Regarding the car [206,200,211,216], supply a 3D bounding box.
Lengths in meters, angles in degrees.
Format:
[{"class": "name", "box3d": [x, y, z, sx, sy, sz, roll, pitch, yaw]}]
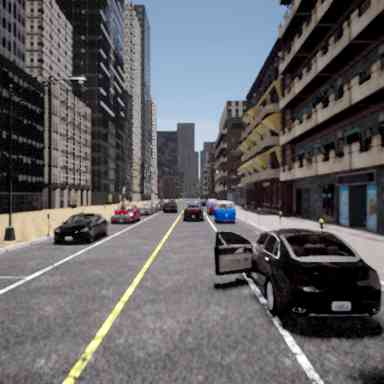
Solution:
[{"class": "car", "box3d": [2.805, 2.027, 39.464, 1.887, 1.381, 4.507, 0, -1, 0]}]

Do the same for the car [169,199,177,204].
[{"class": "car", "box3d": [-5.417, 2.792, 94.713, 1.947, 1.339, 4.313, 0, -1, 0]}]

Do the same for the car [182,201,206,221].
[{"class": "car", "box3d": [0.149, 1.889, 31.415, 1.837, 1.490, 4.892, 0, 0, 1]}]

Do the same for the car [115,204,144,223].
[{"class": "car", "box3d": [-5.608, 1.792, 28.446, 1.967, 1.590, 4.097, 0, -1, 0]}]

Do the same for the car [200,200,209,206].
[{"class": "car", "box3d": [2.917, 2.516, 78.291, 1.752, 1.417, 4.829, 0, -1, 0]}]

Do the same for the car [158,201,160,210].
[{"class": "car", "box3d": [-5.560, 2.114, 45.011, 2.008, 1.369, 4.403, 0, -1, 0]}]

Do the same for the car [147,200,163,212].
[{"class": "car", "box3d": [-5.544, 2.074, 50.536, 1.967, 1.590, 4.097, 0, -1, 0]}]

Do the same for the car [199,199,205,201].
[{"class": "car", "box3d": [0.180, 2.032, 43.681, 2.128, 1.511, 4.902, 0, -1, 0]}]

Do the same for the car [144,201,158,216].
[{"class": "car", "box3d": [-5.576, 2.043, 39.488, 2.008, 1.369, 4.403, 0, -1, 0]}]

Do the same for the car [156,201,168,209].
[{"class": "car", "box3d": [-5.512, 2.343, 61.578, 1.947, 1.339, 4.313, 0, -1, 0]}]

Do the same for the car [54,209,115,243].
[{"class": "car", "box3d": [-5.639, 1.782, 17.399, 1.947, 1.339, 4.313, 0, -1, 0]}]

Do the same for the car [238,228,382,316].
[{"class": "car", "box3d": [2.381, 1.595, 7.708, 1.837, 1.490, 4.892, 0, -1, 0]}]

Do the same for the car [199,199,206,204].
[{"class": "car", "box3d": [2.963, 2.761, 94.689, 1.887, 1.381, 4.507, 0, -1, 0]}]

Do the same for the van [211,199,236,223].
[{"class": "van", "box3d": [2.772, 1.683, 28.423, 1.690, 1.788, 3.998, 0, -1, 0]}]

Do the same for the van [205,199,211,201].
[{"class": "van", "box3d": [2.820, 1.894, 44.989, 1.690, 1.788, 3.998, 0, -1, 0]}]

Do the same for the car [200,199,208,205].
[{"class": "car", "box3d": [2.932, 2.592, 83.814, 1.752, 1.417, 4.829, 0, -1, 0]}]

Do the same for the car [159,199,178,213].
[{"class": "car", "box3d": [-2.886, 2.037, 44.959, 1.882, 1.535, 5.008, 0, -1, 1]}]

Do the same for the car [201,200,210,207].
[{"class": "car", "box3d": [2.901, 2.479, 72.599, 1.947, 1.339, 4.313, 0, -1, 0]}]
